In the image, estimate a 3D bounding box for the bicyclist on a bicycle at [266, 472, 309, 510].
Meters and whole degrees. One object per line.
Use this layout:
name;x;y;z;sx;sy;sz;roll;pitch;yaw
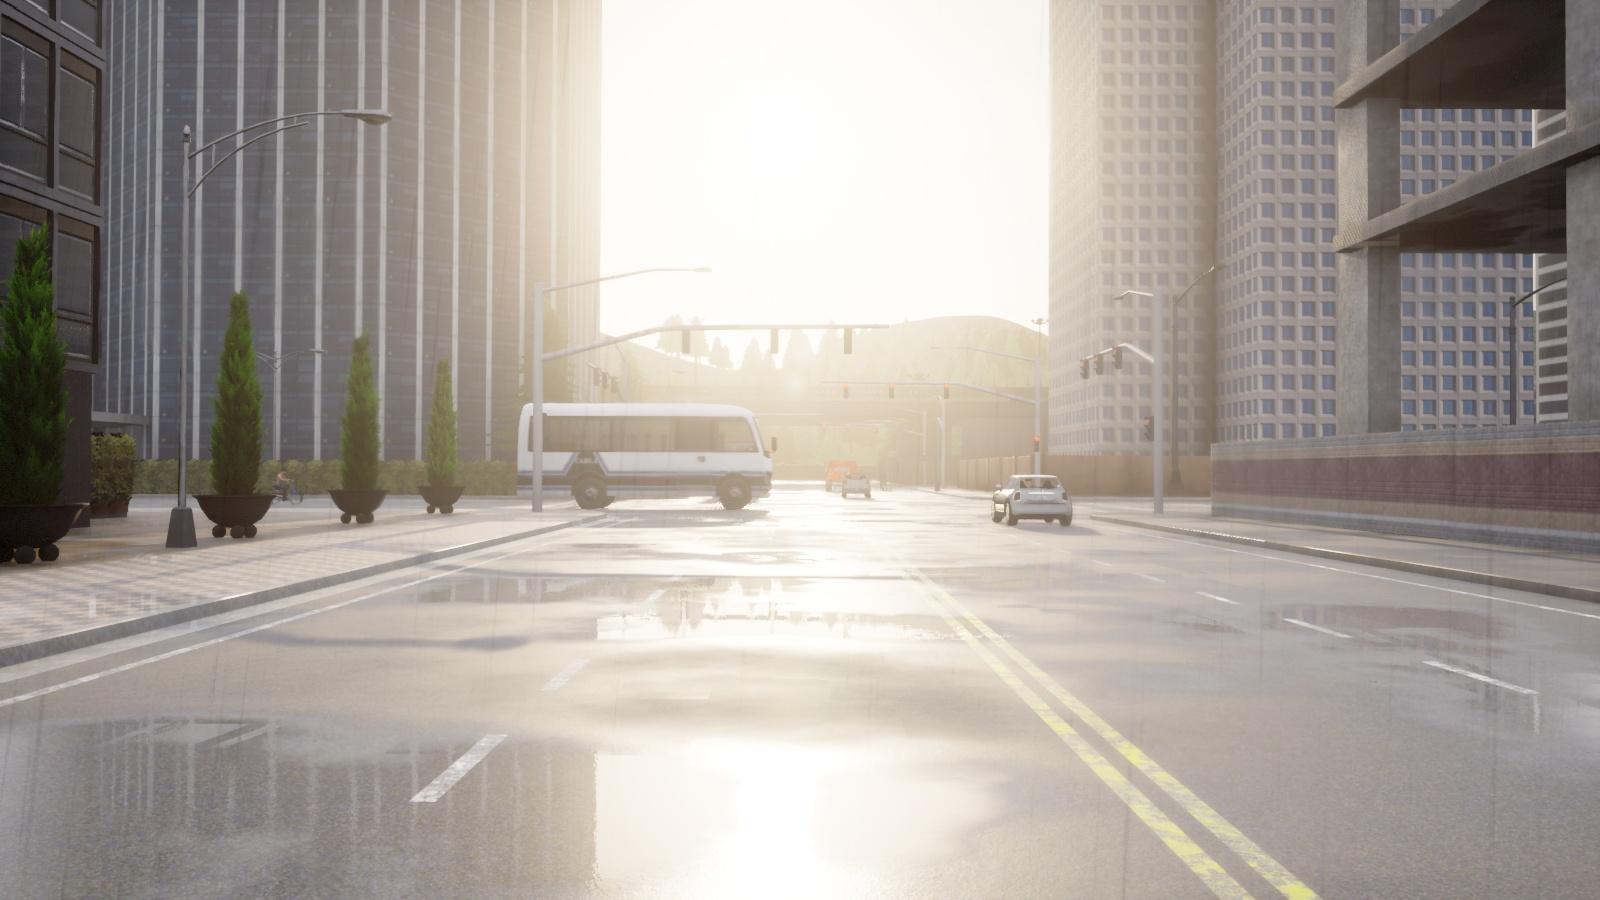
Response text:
bicyclist on a bicycle;-21.987;1.741;53.870;1.509;1.612;0.866;0;-1;-1

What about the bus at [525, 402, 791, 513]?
bus;-5.529;0.308;50.597;10.273;4.253;3.944;0;-1;-1

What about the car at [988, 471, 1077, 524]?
car;6.904;1.383;37.640;1.970;1.475;3.806;0;-1;0

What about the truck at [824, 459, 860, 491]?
truck;3.248;1.956;97.989;2.627;2.467;5.204;0;-1;0

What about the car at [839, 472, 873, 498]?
car;3.306;2.060;74.294;1.845;1.501;3.633;0;-1;0
